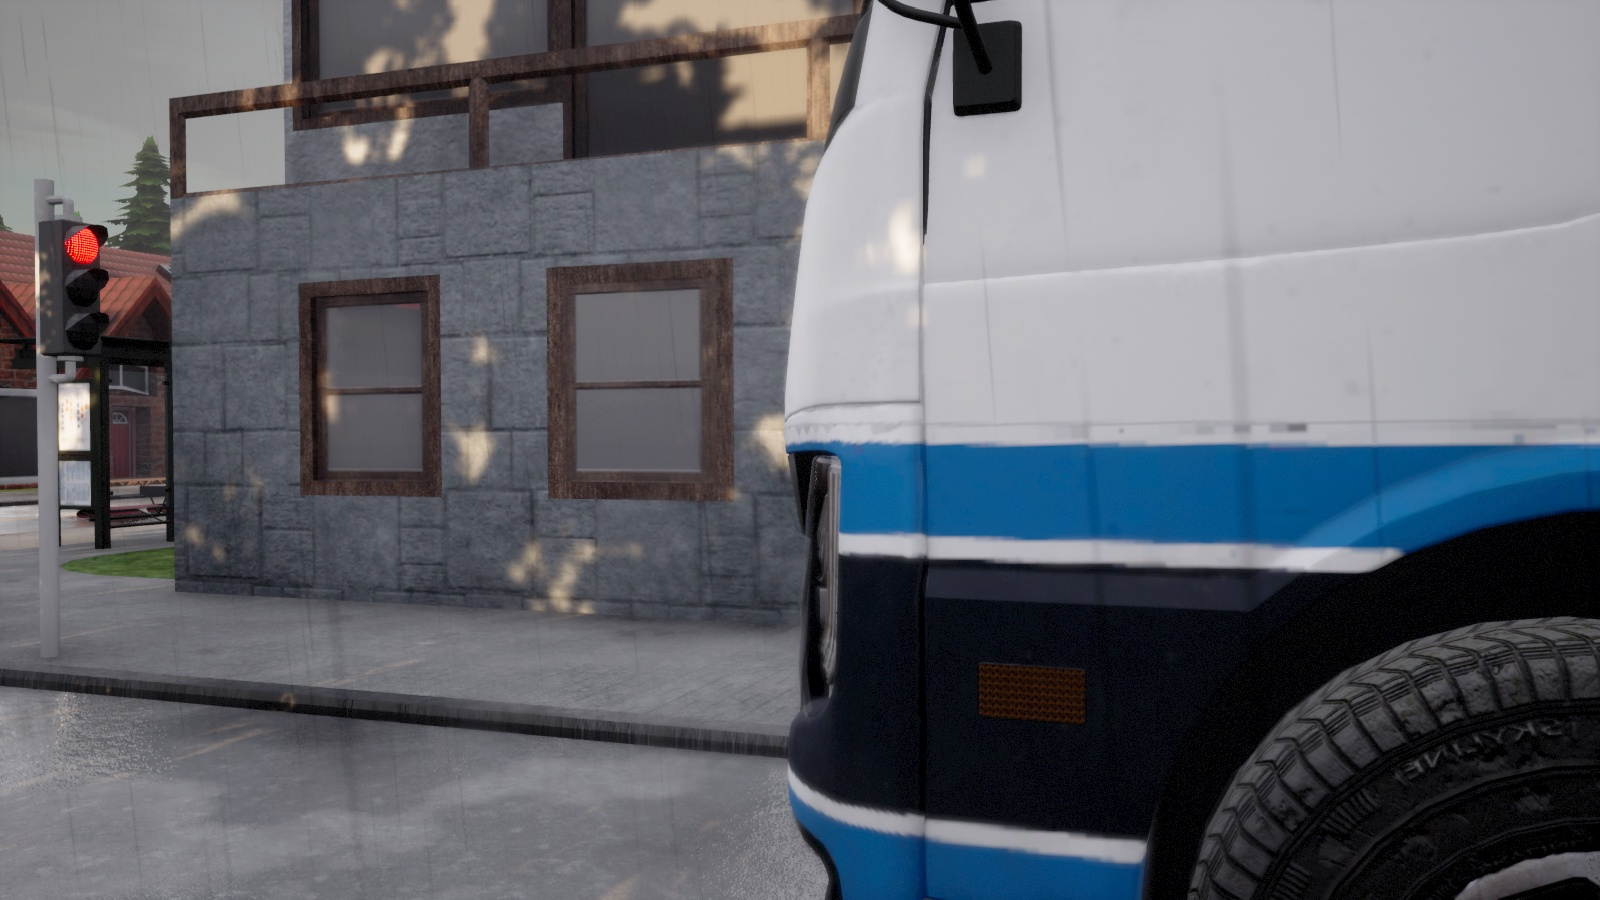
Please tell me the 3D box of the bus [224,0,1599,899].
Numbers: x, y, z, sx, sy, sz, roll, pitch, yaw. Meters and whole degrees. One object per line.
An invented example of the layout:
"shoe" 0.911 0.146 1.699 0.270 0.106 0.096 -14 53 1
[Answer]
"bus" 4.544 -0.567 2.134 10.273 4.253 3.944 1 1 21
